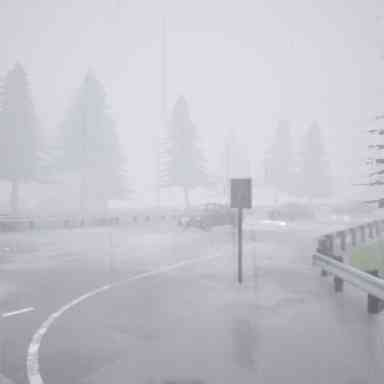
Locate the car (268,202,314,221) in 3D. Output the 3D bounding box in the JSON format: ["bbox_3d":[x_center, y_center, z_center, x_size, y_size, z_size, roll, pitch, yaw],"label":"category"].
[{"bbox_3d":[7.871,1.502,26.398,4.181,1.385,1.994,0,0,-40],"label":"car"}]

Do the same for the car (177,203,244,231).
[{"bbox_3d":[1.231,1.426,20.074,2.128,1.511,4.902,0,0,44],"label":"car"}]

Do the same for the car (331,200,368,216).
[{"bbox_3d":[15.936,1.494,32.667,5.357,1.411,2.033,0,0,-35],"label":"car"}]
